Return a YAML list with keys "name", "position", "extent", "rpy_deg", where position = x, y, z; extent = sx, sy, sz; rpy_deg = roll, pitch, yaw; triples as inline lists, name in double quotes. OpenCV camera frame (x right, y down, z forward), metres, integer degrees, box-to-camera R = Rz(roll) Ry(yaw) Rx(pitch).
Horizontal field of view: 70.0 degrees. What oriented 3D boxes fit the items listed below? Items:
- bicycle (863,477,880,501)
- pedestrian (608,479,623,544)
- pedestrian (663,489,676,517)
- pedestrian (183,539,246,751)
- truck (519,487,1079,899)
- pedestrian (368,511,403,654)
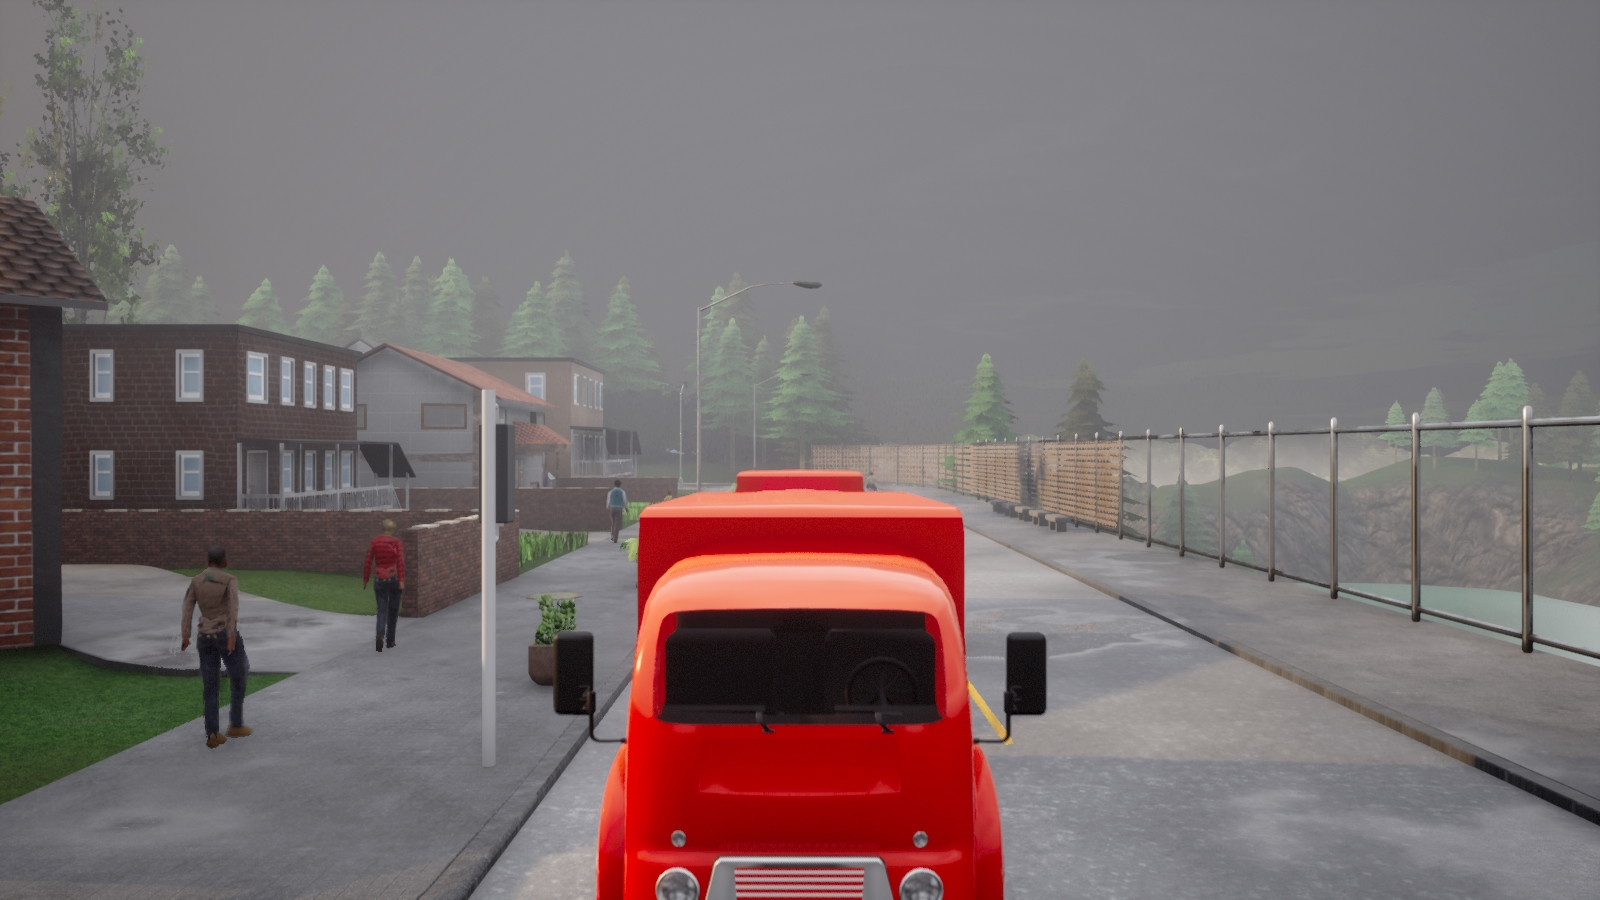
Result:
- name: "bicycle"
  position: [3.985, 2.183, 63.932]
  extent: [0.859, 1.276, 1.487]
  rpy_deg: [0, 0, 0]
- name: "pedestrian"
  position: [-5.314, 1.759, 32.918]
  extent: [0.375, 1.860, 0.375]
  rpy_deg: [0, 0, 2]
- name: "pedestrian"
  position: [-5.290, 2.142, 46.342]
  extent: [0.500, 1.100, 0.500]
  rpy_deg: [0, 0, 0]
- name: "pedestrian"
  position: [-5.300, 1.750, 10.350]
  extent: [0.375, 1.860, 0.375]
  rpy_deg: [0, 0, 0]
- name: "truck"
  position: [0.007, 1.572, 7.965]
  extent: [2.627, 2.467, 5.204]
  rpy_deg: [0, 0, 0]
- name: "pedestrian"
  position: [-5.531, 1.752, 15.265]
  extent: [0.375, 1.860, 0.375]
  rpy_deg: [0, 0, -9]
